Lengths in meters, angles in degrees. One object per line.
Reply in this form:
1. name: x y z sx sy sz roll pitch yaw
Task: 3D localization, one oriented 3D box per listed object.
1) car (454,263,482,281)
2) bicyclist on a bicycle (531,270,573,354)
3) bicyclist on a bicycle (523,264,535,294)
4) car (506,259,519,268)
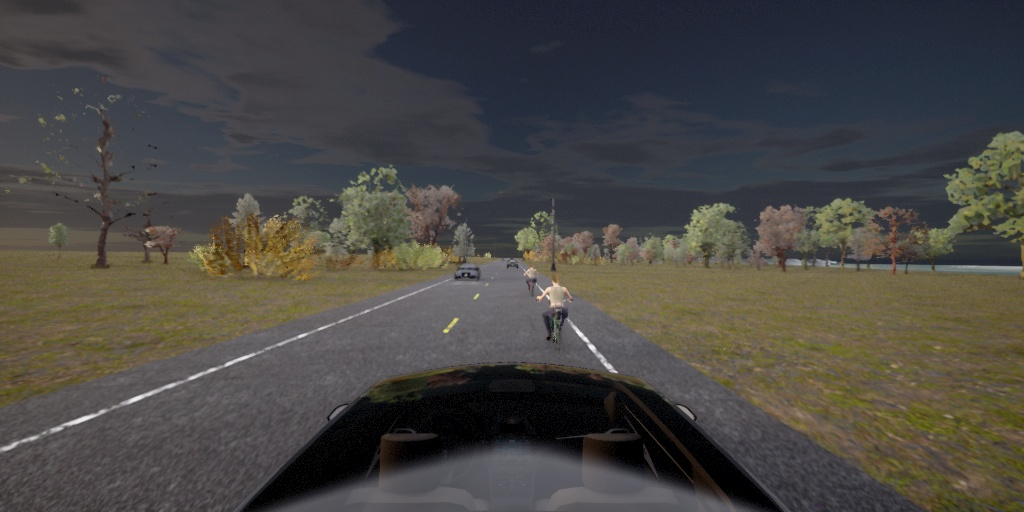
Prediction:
1. car: -3.601 1.319 30.061 1.994 1.385 4.181 0 0 0
2. bicyclist on a bicycle: 0.945 1.188 7.799 0.866 1.612 1.509 0 0 0
3. bicyclist on a bicycle: 0.980 1.189 17.928 0.866 1.612 1.509 0 0 0
4. car: 0.097 1.284 60.557 1.812 1.442 4.674 0 0 0
